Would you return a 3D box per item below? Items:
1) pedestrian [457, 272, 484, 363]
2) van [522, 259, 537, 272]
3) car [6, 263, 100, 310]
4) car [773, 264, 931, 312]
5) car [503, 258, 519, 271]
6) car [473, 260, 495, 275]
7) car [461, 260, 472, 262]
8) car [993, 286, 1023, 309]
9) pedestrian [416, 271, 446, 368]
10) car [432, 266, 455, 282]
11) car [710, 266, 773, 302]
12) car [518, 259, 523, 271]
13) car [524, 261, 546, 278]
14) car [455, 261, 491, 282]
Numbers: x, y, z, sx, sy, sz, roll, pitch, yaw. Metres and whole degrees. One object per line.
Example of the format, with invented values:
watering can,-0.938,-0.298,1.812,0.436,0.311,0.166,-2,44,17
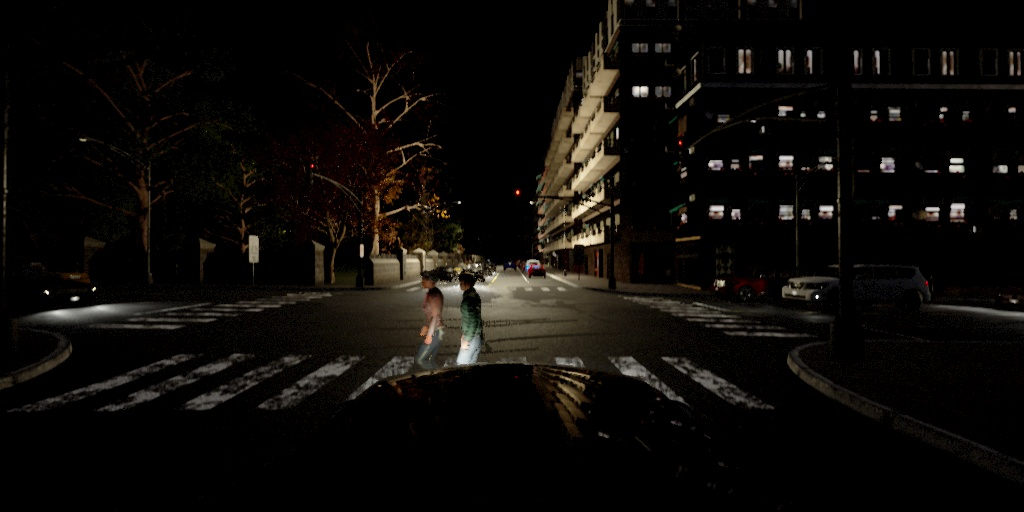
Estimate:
pedestrian,-0.560,1.072,4.745,0.375,1.860,0.375,0,-1,0
van,2.460,1.383,42.551,1.690,1.789,3.998,0,0,0
car,-18.229,1.090,12.747,5.357,1.411,2.033,1,-1,-1
car,15.679,1.379,16.471,5.566,2.045,2.150,1,-1,-1
car,-0.331,1.400,59.612,2.150,2.045,5.566,0,0,0
car,-3.321,1.547,41.754,1.837,1.490,4.892,0,-1,0
car,-5.920,1.575,42.334,1.751,1.417,4.829,0,0,0
car,25.546,1.855,16.622,4.674,1.442,1.812,1,-1,-1
pedestrian,-1.097,1.075,5.089,0.375,1.860,0.375,0,-1,0
car,-5.856,1.532,31.243,1.948,1.339,4.313,0,0,0
car,13.354,1.459,19.011,5.009,1.841,2.192,0,0,-1
car,2.395,1.569,53.811,1.967,1.591,4.097,0,0,0
car,2.492,1.545,36.921,1.888,1.381,4.507,0,0,0
car,-3.260,1.454,31.079,2.128,1.511,4.902,0,0,0
